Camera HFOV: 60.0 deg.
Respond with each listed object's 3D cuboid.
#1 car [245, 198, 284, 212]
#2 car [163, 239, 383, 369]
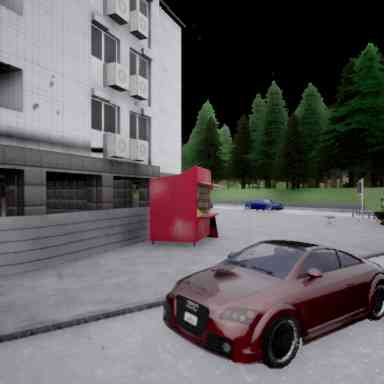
[{"bbox_3d":[8.324,1.477,38.675,1.882,1.535,5.008,0,0,-35],"label":"car"},{"bbox_3d":[1.605,1.564,5.755,4.181,1.385,1.994,0,0,-36],"label":"car"}]
